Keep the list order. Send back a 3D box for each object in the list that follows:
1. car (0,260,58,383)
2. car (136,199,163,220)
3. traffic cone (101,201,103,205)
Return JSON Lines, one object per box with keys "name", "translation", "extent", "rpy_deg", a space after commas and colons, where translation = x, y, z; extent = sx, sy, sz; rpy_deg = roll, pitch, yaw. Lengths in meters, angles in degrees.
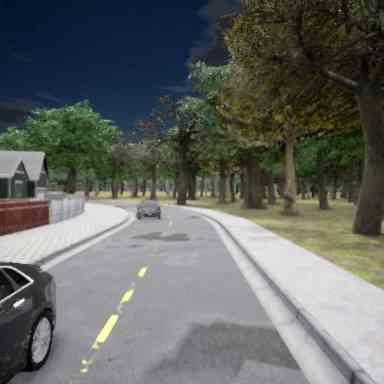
{"name": "car", "translation": [-2.824, 1.492, 2.860], "extent": [1.837, 1.490, 4.892], "rpy_deg": [0, 0, 0]}
{"name": "car", "translation": [-3.486, 1.392, 27.114], "extent": [1.837, 1.490, 4.892], "rpy_deg": [0, 0, -9]}
{"name": "traffic cone", "translation": [-13.596, 1.663, 50.061], "extent": [0.340, 0.580, 0.340], "rpy_deg": [0, 1, -36]}
